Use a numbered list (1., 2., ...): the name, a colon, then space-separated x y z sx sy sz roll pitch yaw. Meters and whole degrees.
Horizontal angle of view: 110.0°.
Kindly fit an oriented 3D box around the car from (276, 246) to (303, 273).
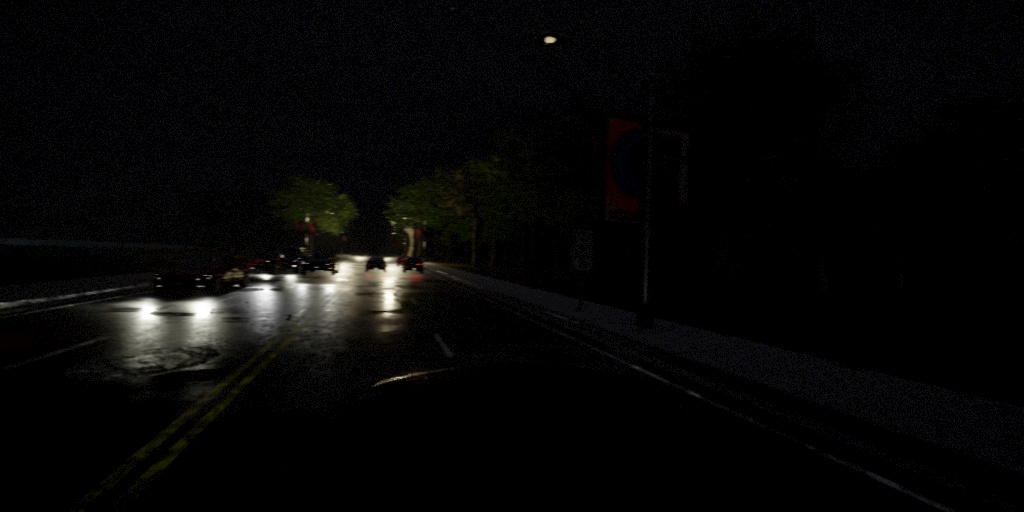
1. car: -17.886 0.208 28.774 2.150 2.045 5.566 3 0 -20

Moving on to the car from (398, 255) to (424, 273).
1. car: -9.726 0.864 34.966 1.837 1.490 4.892 3 0 -20

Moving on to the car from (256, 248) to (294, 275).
1. car: -15.481 0.337 22.419 1.895 1.301 4.718 3 0 -20

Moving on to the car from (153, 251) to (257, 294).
1. car: -12.984 0.668 15.345 1.882 1.535 5.008 3 0 -20

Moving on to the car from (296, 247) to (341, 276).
1. car: -12.440 0.378 23.570 1.837 1.490 4.892 3 0 -20

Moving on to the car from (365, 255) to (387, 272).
1. car: -12.822 0.821 33.959 1.895 1.301 4.718 3 0 -20

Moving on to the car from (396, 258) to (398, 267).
1. car: -14.399 0.643 47.756 1.882 1.535 5.008 3 0 -20
